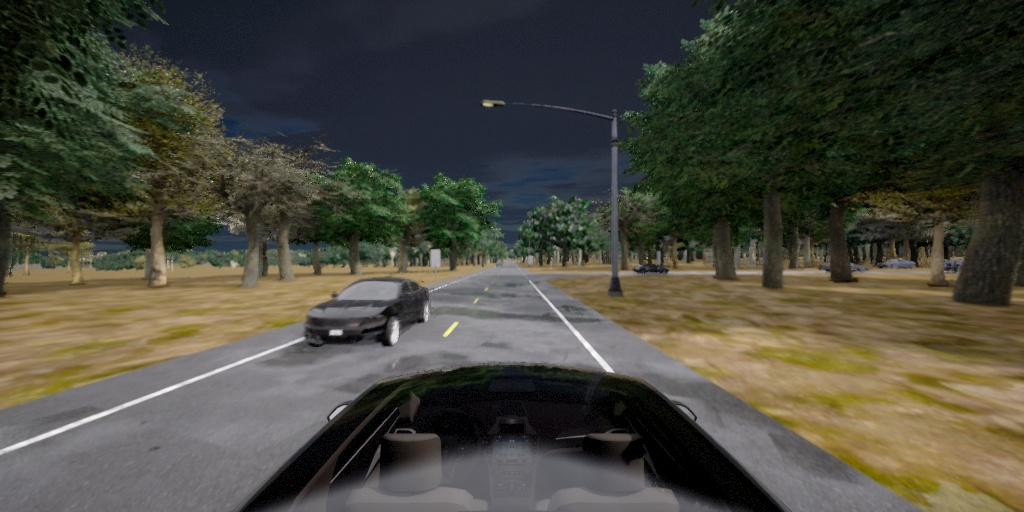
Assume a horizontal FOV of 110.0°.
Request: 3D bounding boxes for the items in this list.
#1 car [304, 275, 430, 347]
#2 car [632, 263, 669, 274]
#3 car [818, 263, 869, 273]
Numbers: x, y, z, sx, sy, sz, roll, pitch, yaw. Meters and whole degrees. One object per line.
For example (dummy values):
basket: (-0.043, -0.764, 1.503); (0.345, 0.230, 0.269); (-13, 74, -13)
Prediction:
car: (-3.602, 1.324, 9.829); (1.882, 1.535, 5.008); (0, -1, 0)
car: (18.416, 1.690, 47.620); (4.674, 1.442, 1.812); (-1, 0, 1)
car: (43.620, 1.500, 47.243); (5.357, 1.411, 2.033); (0, 0, 1)
